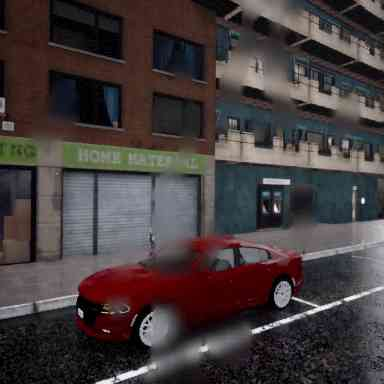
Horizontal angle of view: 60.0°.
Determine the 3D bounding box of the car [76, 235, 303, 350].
[{"bbox_3d":[0.185,1.545,6.219,4.507,1.381,1.887,0,1,-35],"label":"car"}]
